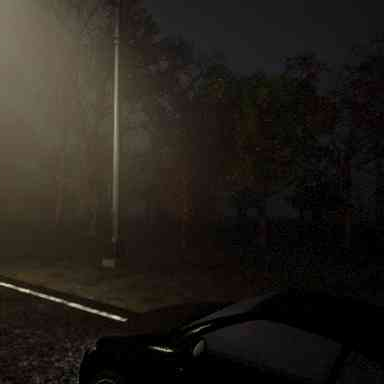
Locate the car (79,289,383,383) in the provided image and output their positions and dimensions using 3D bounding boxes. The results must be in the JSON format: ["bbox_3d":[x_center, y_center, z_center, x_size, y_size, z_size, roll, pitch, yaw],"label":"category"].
[{"bbox_3d":[0.843,1.676,3.135,4.181,1.385,1.994,-1,-4,36],"label":"car"}]
